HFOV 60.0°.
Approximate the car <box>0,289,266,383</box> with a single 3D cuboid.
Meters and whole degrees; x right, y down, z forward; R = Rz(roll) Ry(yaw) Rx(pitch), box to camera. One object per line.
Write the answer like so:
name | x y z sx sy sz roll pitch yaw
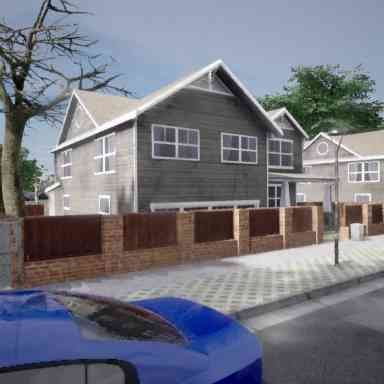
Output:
car | -1.752 1.478 1.824 5.008 1.535 1.882 0 0 -35
